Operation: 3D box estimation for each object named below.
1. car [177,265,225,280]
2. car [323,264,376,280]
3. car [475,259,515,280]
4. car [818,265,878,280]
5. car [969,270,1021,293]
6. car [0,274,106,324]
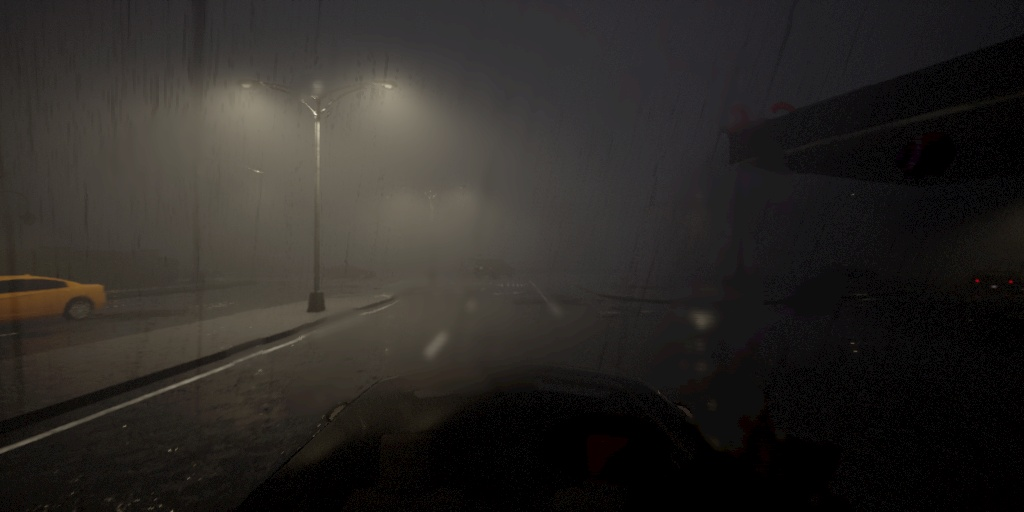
[{"bbox_3d":[-32.185,1.655,36.144,5.357,1.411,2.033,0,-1,1],"label":"car"},{"bbox_3d":[-16.301,1.586,36.087,5.008,1.535,1.882,0,-1,0],"label":"car"},{"bbox_3d":[-1.729,1.346,37.541,2.150,2.045,5.566,-2,-2,28],"label":"car"},{"bbox_3d":[33.470,1.600,35.752,4.902,1.511,2.128,0,-1,3],"label":"car"},{"bbox_3d":[30.975,1.576,22.960,4.718,1.301,1.895,0,-1,-35],"label":"car"},{"bbox_3d":[-15.096,1.317,10.344,1.882,1.535,5.008,0,-1,0],"label":"car"}]
